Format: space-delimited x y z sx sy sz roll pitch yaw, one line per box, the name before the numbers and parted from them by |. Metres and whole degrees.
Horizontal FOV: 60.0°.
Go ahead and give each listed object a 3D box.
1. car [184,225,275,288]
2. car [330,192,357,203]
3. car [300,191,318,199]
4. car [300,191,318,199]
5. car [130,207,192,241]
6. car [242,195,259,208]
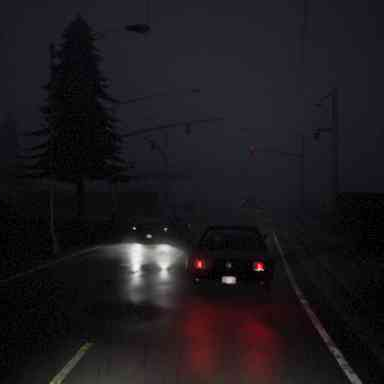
car | 1.116 1.547 9.162 1.895 1.301 4.718 0 0 9
car | 20.785 1.106 43.639 5.027 1.636 2.152 0 0 11
car | 27.099 0.946 77.309 3.806 1.475 1.970 0 0 11
car | 28.317 0.645 80.461 3.866 1.878 1.905 0 0 11
car | -1.276 1.445 16.458 2.033 1.411 5.357 0 0 11
car | 7.432 1.111 42.252 2.097 1.767 4.553 0 0 11
